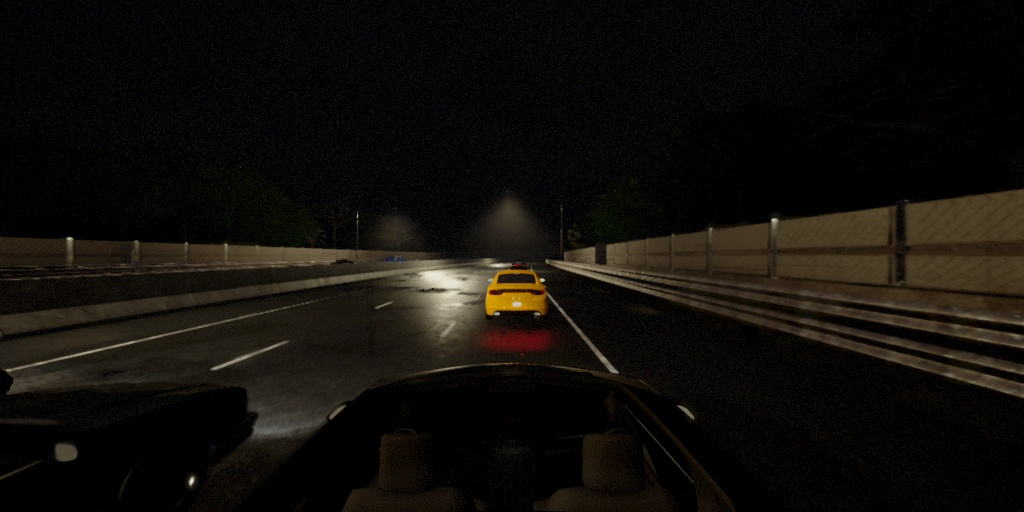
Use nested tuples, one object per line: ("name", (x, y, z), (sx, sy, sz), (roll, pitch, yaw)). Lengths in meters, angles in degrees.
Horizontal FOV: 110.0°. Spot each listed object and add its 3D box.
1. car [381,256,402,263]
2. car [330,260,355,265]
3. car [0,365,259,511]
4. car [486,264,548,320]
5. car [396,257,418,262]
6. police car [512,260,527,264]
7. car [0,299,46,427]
("car", (-19.645, 1.015, 58.940), (2.150, 2.045, 5.566), (0, 0, 3))
("car", (-23.579, 1.267, 49.825), (1.837, 1.490, 4.892), (0, 0, 3))
("car", (-3.398, 1.297, 0.983), (2.033, 1.411, 5.357), (0, 0, 0))
("car", (0.166, 1.223, 12.670), (1.882, 1.535, 5.008), (0, 0, 1))
("car", (-16.210, 1.287, 57.530), (2.128, 1.511, 4.902), (0, 0, 3))
("police car", (0.881, 1.297, 43.762), (2.038, 1.542, 4.974), (0, 0, 2))
("car", (-6.890, 1.273, 2.268), (1.812, 1.442, 4.674), (0, 0, 0))
